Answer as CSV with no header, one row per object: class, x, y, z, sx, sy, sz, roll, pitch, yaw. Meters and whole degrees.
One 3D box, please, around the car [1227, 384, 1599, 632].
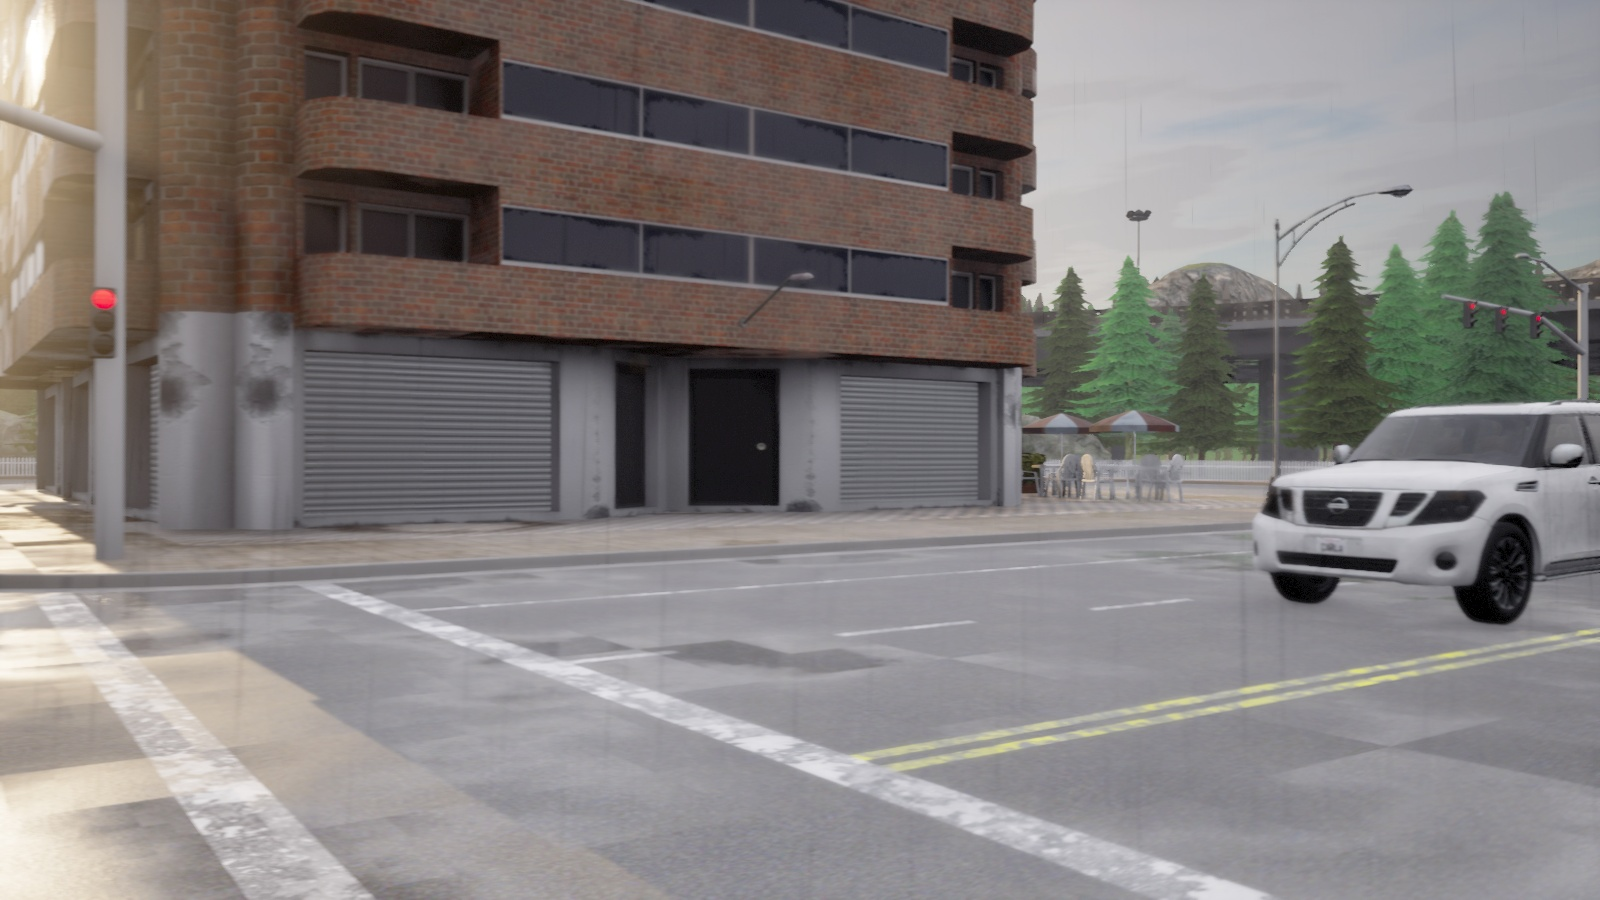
car,7.021,0.480,12.810,5.566,2.045,2.150,0,0,-35
